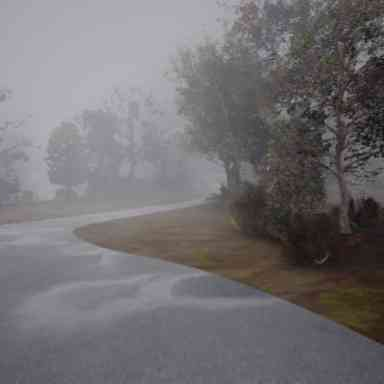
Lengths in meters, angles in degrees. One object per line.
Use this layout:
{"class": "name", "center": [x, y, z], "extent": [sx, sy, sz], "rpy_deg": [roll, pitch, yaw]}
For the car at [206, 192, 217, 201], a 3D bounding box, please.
{"class": "car", "center": [3.827, 0.790, 61.845], "extent": [2.128, 1.511, 4.902], "rpy_deg": [-2, 1, 16]}
